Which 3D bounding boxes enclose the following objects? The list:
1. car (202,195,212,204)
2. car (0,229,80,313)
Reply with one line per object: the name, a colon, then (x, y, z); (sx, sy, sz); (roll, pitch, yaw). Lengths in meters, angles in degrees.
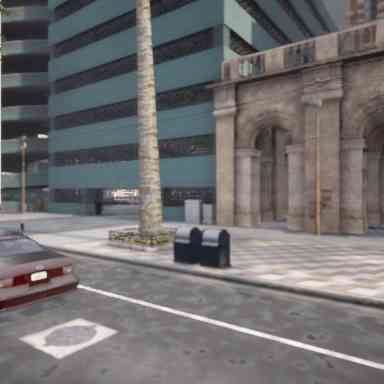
car: (2.342, 1.029, 28.380); (5.566, 2.045, 2.435); (0, 0, 36)
car: (-4.773, 1.547, 7.393); (5.357, 1.411, 2.033); (0, 0, 36)
